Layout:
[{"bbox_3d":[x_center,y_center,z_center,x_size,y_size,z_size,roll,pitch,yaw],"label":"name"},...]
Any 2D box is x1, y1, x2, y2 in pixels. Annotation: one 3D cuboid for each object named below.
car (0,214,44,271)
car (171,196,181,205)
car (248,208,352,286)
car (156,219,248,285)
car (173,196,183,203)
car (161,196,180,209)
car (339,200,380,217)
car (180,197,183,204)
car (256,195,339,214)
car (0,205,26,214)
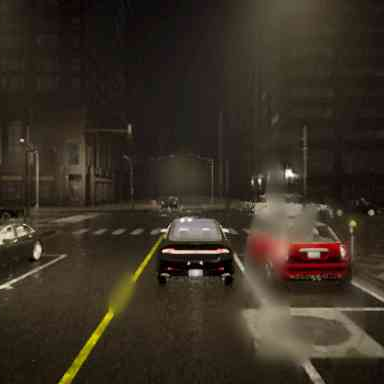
[{"bbox_3d":[-5.770,1.559,9.440,2.008,1.369,4.403,0,0,0],"label":"car"},{"bbox_3d":[-3.064,1.594,64.038,1.837,1.490,4.892,0,0,0],"label":"car"},{"bbox_3d":[2.755,1.448,9.445,1.967,1.590,4.097,0,0,0],"label":"car"},{"bbox_3d":[0.084,1.501,9.500,2.128,1.511,4.902,0,0,0],"label":"car"},{"bbox_3d":[-3.108,1.665,73.877,1.994,1.385,4.181,0,0,0],"label":"car"},{"bbox_3d":[-3.060,1.407,45.735,2.097,1.767,4.553,0,0,-1],"label":"car"},{"bbox_3d":[14.873,1.486,31.060,4.892,1.490,1.837,0,0,0],"label":"car"},{"bbox_3d":[-3.089,1.562,54.510,2.128,1.511,4.902,0,0,0],"label":"car"},{"bbox_3d":[7.477,1.245,24.538,5.566,2.045,2.150,0,-1,-9],"label":"car"},{"bbox_3d":[-16.421,1.673,27.529,4.718,1.301,1.895,0,0,0],"label":"car"}]
